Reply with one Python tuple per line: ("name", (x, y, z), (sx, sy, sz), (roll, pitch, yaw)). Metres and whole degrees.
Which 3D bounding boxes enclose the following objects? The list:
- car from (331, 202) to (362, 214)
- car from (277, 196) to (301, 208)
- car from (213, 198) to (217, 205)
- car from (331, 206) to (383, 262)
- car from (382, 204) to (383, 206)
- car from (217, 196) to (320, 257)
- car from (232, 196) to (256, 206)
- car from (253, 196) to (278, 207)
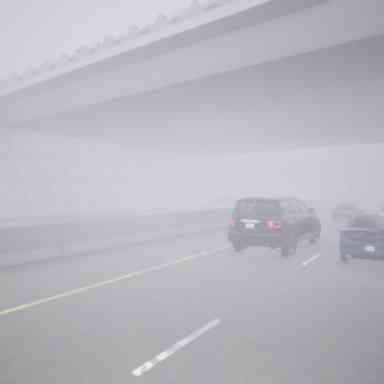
("car", (12.662, 1.484, 26.936), (1.994, 1.385, 4.181), (0, 0, 34))
("car", (14.060, 1.375, 48.056), (1.837, 1.490, 4.892), (0, 1, 34))
("car", (5.247, 1.378, 53.739), (1.837, 1.490, 4.892), (0, 0, 34))
("car", (6.365, 1.442, 11.341), (1.882, 1.535, 5.008), (0, 0, 34))
("car", (15.122, 1.272, 24.334), (2.097, 1.767, 4.553), (0, 0, 34))
("car", (3.426, 1.189, 13.242), (2.150, 2.045, 5.566), (0, 0, 34))
("car", (8.172, 1.398, 51.830), (1.812, 1.442, 4.674), (0, 0, 34))
("car", (11.087, 1.363, 49.901), (2.128, 1.511, 4.902), (0, 0, 34))
